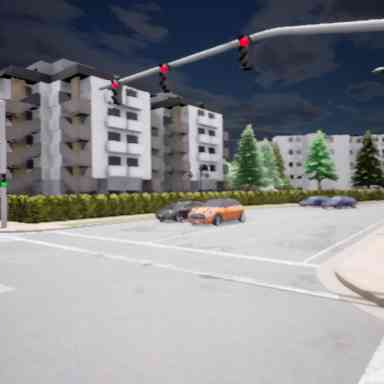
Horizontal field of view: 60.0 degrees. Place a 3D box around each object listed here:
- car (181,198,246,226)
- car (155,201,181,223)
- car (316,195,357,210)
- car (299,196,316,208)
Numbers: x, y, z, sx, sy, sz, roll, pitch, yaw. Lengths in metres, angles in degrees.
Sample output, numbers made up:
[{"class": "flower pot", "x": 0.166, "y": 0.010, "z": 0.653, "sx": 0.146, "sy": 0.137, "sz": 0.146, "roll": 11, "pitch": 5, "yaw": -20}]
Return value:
[{"class": "car", "x": 1.712, "y": 1.247, "z": 22.362, "sx": 2.097, "sy": 1.767, "sz": 4.553, "roll": -1, "pitch": 0, "yaw": 39}, {"class": "car", "x": -0.665, "y": 1.426, "z": 24.999, "sx": 1.837, "sy": 1.490, "sz": 4.892, "roll": -1, "pitch": 0, "yaw": 39}, {"class": "car", "x": 16.241, "y": 1.136, "z": 36.656, "sx": 4.674, "sy": 1.442, "sz": 1.812, "roll": -1, "pitch": 0, "yaw": -32}, {"class": "car", "x": 14.919, "y": 1.146, "z": 39.911, "sx": 4.674, "sy": 1.442, "sz": 1.812, "roll": -1, "pitch": 0, "yaw": -31}]
